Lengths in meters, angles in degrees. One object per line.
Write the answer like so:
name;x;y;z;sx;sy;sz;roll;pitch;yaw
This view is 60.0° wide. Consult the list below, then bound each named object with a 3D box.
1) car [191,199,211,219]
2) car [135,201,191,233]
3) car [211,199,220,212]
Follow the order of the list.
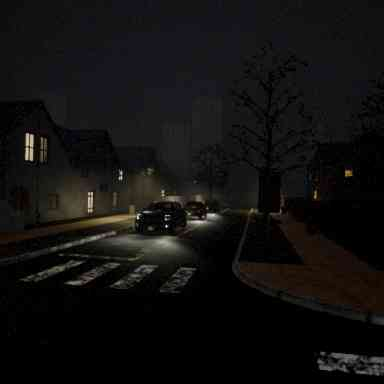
car;0.221;1.551;29.388;1.812;1.442;4.674;1;0;11
car;-1.701;1.335;19.522;2.097;1.767;4.553;1;0;11
car;2.224;1.562;39.586;2.128;1.511;4.902;1;0;11
